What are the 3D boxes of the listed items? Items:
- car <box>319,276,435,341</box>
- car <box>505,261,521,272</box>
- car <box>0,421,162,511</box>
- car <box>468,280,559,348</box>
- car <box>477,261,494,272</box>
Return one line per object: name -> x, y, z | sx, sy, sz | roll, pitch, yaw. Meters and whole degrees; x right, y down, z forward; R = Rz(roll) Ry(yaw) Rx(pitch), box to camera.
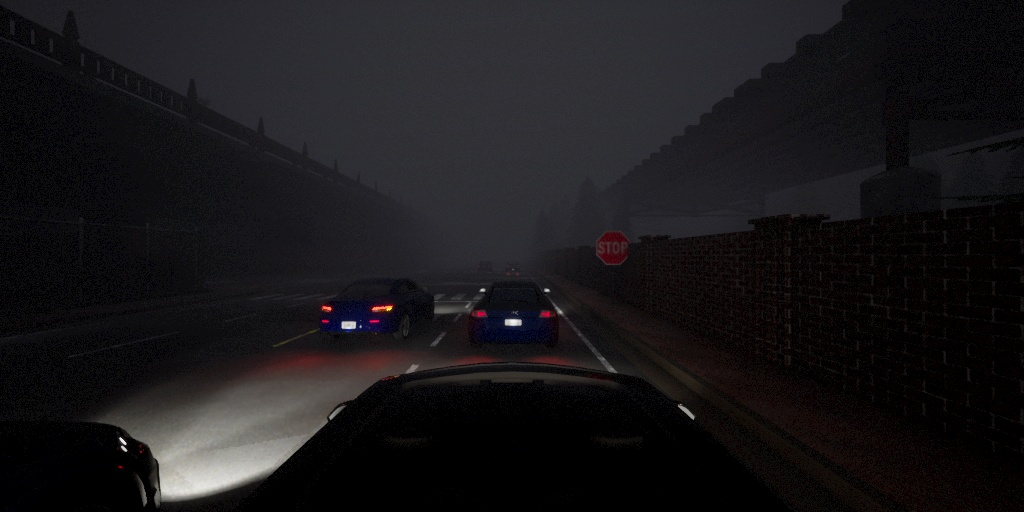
car -> -3.413, 1.276, 9.786 | 1.812, 1.442, 4.674 | 0, 0, 0
car -> 0.096, 1.351, 46.082 | 1.895, 1.301, 4.718 | 0, 0, -1
car -> -3.398, 1.314, 0.690 | 1.994, 1.385, 4.181 | 0, 0, 0
car -> 0.069, 1.314, 9.263 | 1.994, 1.385, 4.181 | 0, 0, 1
car -> -3.399, 1.297, 45.914 | 2.033, 1.411, 5.357 | 0, 0, -1
